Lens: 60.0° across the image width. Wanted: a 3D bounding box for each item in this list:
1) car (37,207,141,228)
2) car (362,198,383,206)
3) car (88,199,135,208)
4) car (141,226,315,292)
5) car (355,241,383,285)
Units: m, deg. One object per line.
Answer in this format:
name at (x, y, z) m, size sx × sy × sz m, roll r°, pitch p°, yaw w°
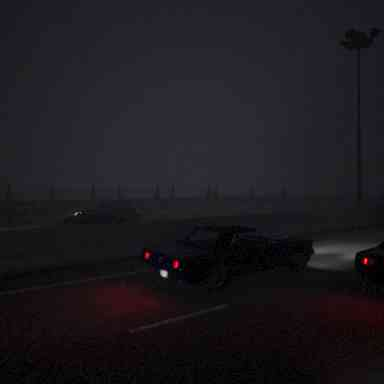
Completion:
car at (-4.321, 1.535, 13.808) m, size 4.181 × 1.385 × 1.994 m, roll 0°, pitch 0°, yaw -36°
car at (19.892, 1.300, 35.478) m, size 5.357 × 1.411 × 2.033 m, roll 0°, pitch 0°, yaw -36°
car at (-5.694, 1.301, 21.428) m, size 4.553 × 1.767 × 2.097 m, roll 0°, pitch 0°, yaw -35°
car at (1.163, 1.561, 8.875) m, size 4.718 × 1.301 × 1.895 m, roll 0°, pitch 0°, yaw -36°
car at (6.035, 1.537, 8.054) m, size 4.718 × 1.301 × 1.895 m, roll 0°, pitch 0°, yaw -36°
